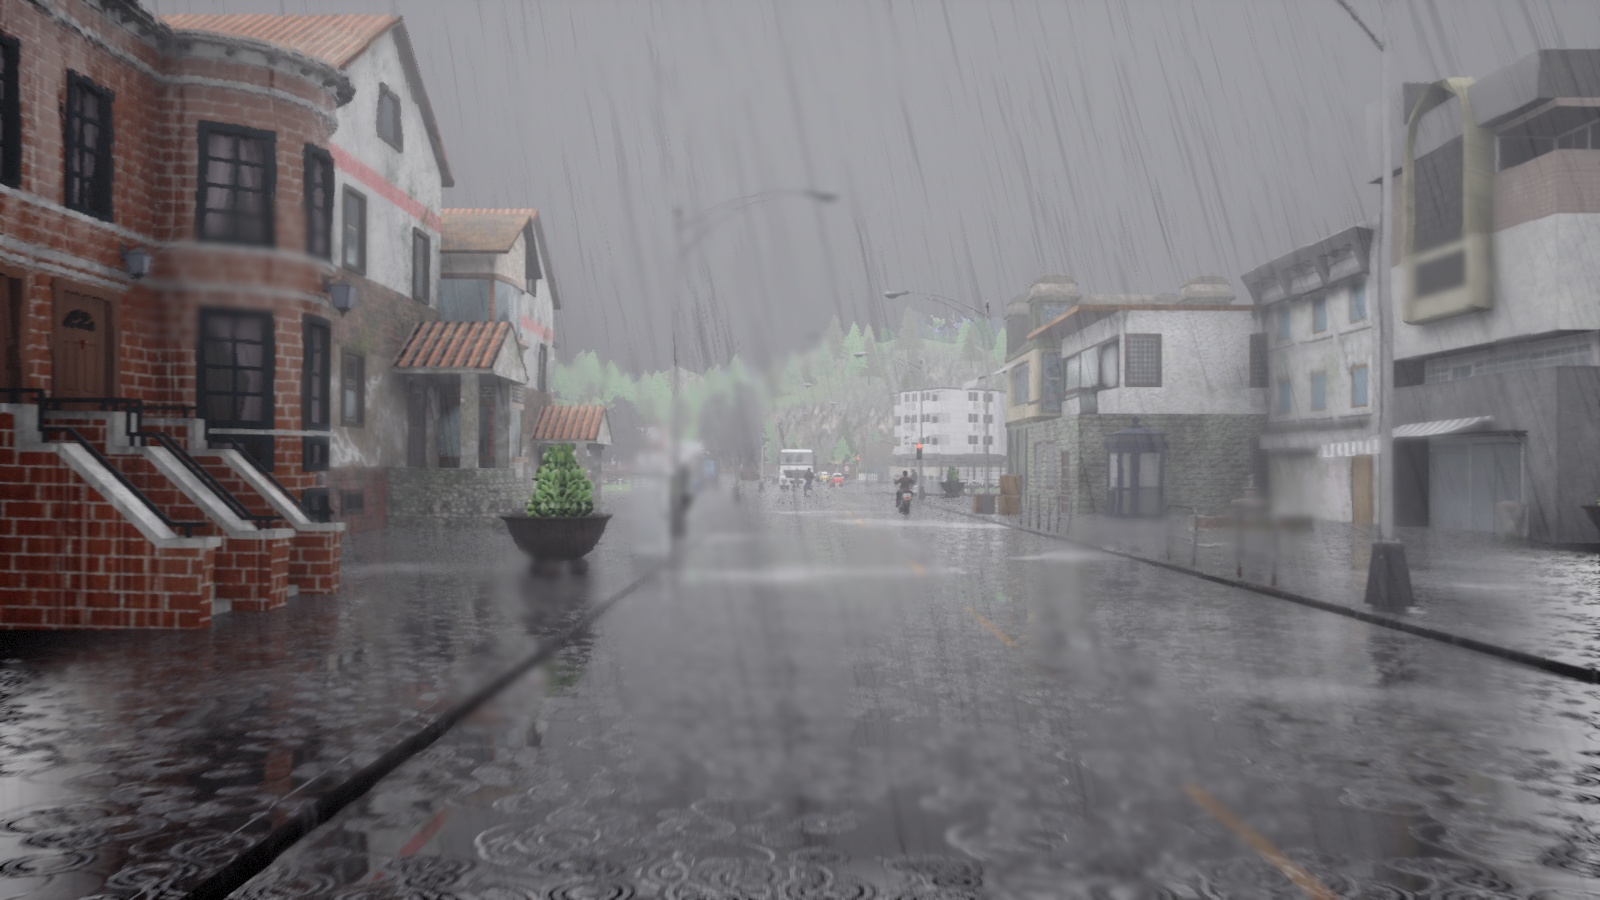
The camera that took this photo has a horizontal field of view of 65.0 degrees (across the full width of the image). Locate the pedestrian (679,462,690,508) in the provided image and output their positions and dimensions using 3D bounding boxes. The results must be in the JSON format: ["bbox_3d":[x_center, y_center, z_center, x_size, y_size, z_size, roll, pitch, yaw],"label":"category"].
[{"bbox_3d":[-4.639,1.389,50.556,0.353,1.847,0.614,0,-1,1],"label":"pedestrian"}]

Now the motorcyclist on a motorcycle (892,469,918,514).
[{"bbox_3d":[3.885,1.531,46.692,0.766,1.649,2.350,0,-1,0],"label":"motorcyclist on a motorcycle"}]
